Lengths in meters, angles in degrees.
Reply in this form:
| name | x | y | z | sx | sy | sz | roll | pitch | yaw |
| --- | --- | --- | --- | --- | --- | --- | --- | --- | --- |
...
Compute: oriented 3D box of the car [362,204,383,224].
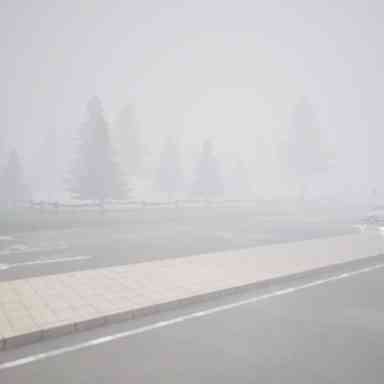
| name | x | y | z | sx | sy | sz | roll | pitch | yaw |
| --- | --- | --- | --- | --- | --- | --- | --- | --- | --- |
| car | 14.013 | 1.577 | 23.764 | 4.674 | 1.442 | 1.812 | -1 | 1 | -36 |
